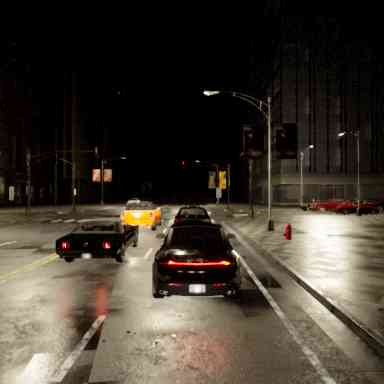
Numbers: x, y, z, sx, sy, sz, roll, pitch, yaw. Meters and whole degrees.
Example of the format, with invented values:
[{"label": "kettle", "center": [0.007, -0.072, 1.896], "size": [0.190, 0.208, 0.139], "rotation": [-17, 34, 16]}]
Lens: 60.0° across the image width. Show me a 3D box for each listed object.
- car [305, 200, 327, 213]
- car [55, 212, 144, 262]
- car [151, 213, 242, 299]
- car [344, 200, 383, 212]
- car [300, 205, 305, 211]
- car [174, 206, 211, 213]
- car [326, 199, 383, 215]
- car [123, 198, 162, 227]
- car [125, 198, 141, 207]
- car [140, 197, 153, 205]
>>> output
[{"label": "car", "center": [15.745, 1.535, 37.114], "size": [5.008, 1.535, 1.882], "rotation": [0, -1, -1]}, {"label": "car", "center": [-3.131, 1.614, 12.071], "size": [1.895, 1.301, 4.718], "rotation": [0, 0, 0]}, {"label": "car", "center": [0.110, 1.511, 8.462], "size": [1.837, 1.490, 4.892], "rotation": [0, 0, 0]}, {"label": "car", "center": [20.884, 1.638, 39.939], "size": [4.313, 1.339, 1.947], "rotation": [0, 0, -1]}, {"label": "car", "center": [15.244, 1.657, 39.860], "size": [4.313, 1.339, 1.947], "rotation": [0, 0, -1]}, {"label": "car", "center": [0.026, 1.507, 17.953], "size": [1.882, 1.535, 5.008], "rotation": [0, 0, 0]}, {"label": "car", "center": [15.361, 1.573, 31.336], "size": [4.206, 1.307, 1.802], "rotation": [0, 0, -1]}, {"label": "car", "center": [-3.118, 1.394, 21.065], "size": [2.097, 1.767, 4.553], "rotation": [0, 0, 0]}, {"label": "car", "center": [-9.750, 1.773, 55.656], "size": [1.812, 1.442, 4.674], "rotation": [0, 0, 0]}, {"label": "car", "center": [-9.646, 1.900, 70.899], "size": [2.033, 1.411, 5.357], "rotation": [0, 0, 0]}]
